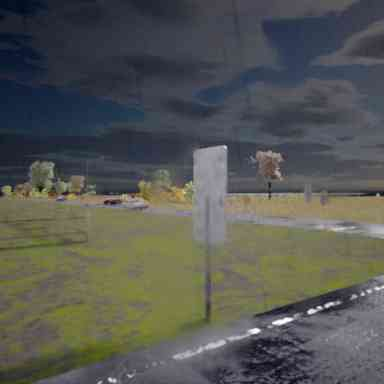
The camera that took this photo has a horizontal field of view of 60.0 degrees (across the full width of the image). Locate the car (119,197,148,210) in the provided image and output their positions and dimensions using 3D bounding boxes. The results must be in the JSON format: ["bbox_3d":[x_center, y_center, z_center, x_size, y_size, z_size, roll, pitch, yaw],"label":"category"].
[{"bbox_3d":[-7.629,1.689,44.690,1.895,1.301,4.718,0,0,-35],"label":"car"}]

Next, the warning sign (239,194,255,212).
[{"bbox_3d":[5.732,1.147,34.875,1.300,1.860,1.060,0,0,-35],"label":"warning sign"}]

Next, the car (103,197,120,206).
[{"bbox_3d":[-14.293,1.614,59.093,1.882,1.535,5.008,0,0,-35],"label":"car"}]

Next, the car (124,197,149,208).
[{"bbox_3d":[-8.517,1.578,50.960,1.882,1.535,5.008,0,0,-34],"label":"car"}]
